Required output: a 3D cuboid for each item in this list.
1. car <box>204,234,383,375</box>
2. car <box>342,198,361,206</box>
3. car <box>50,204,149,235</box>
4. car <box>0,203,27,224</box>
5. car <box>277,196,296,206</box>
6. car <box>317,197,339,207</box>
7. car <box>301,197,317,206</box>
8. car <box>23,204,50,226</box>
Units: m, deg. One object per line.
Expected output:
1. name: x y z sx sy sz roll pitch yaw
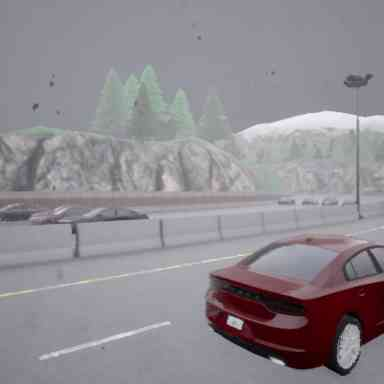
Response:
1. car: 2.485 1.479 5.707 5.008 1.535 1.882 0 0 -38
2. car: 22.740 1.517 47.201 1.812 1.442 4.674 0 0 36
3. car: -4.728 1.528 18.164 5.008 1.535 1.882 0 0 -39
4. car: -13.062 1.599 24.957 4.892 1.490 1.837 0 0 -38
5. car: 15.889 1.509 55.706 1.882 1.535 5.008 0 0 35
6. car: 21.424 1.494 51.410 2.128 1.511 4.902 0 0 35
7. car: 19.509 1.580 54.862 1.994 1.385 4.181 0 0 34
8. car: -7.487 1.590 20.436 4.674 1.442 1.812 0 0 -39
